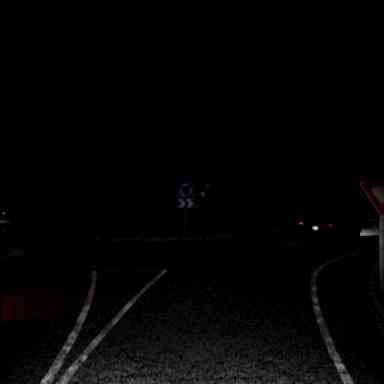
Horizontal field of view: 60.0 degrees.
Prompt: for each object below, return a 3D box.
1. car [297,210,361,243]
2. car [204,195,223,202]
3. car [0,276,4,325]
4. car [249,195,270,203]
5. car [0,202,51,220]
[{"bbox_3d":[6.918,1.601,16.619,1.994,1.385,4.181,0,0,41],"label":"car"},{"bbox_3d":[6.227,1.978,93.428,5.566,2.045,2.435,0,-1,0],"label":"car"},{"bbox_3d":[-3.639,1.545,3.228,1.837,1.490,4.892,1,-1,-6],"label":"car"},{"bbox_3d":[18.751,2.072,90.618,4.553,1.767,2.185,0,0,0],"label":"car"},{"bbox_3d":[-14.842,1.611,29.191,2.033,1.411,5.357,0,0,19],"label":"car"}]
